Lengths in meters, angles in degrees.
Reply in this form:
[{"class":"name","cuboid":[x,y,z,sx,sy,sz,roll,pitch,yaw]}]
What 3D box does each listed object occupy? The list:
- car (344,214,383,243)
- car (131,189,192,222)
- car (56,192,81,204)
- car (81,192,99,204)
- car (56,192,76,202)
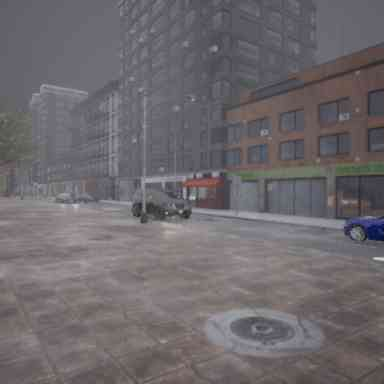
[{"class":"car","cuboid":[8.533,1.371,12.989,1.882,1.535,5.008,0,1,-35]},{"class":"car","cuboid":[-2.281,0.834,23.160,2.150,2.045,5.566,0,1,-35]},{"class":"car","cuboid":[-16.284,0.803,43.087,1.812,1.442,4.674,0,0,-35]},{"class":"car","cuboid":[-14.150,0.785,45.031,2.128,1.511,4.902,0,0,-35]},{"class":"car","cuboid":[-20.445,0.757,53.915,1.812,1.442,4.674,0,0,-35]}]
